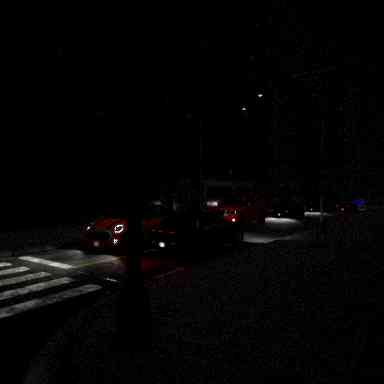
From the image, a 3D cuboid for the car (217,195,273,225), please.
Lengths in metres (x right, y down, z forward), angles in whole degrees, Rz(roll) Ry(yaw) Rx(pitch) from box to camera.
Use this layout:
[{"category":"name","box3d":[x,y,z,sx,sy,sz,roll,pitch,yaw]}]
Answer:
[{"category":"car","box3d":[3.139,1.213,22.156,2.150,2.045,5.566,0,0,35]}]

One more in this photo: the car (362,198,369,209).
[{"category":"car","box3d":[23.574,1.536,46.750,1.812,1.442,4.674,0,0,35]}]

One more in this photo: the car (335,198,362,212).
[{"category":"car","box3d":[17.831,1.605,38.348,1.895,1.301,4.718,0,0,35]}]

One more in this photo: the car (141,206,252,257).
[{"category":"car","box3d":[0.373,1.510,13.129,1.837,1.490,4.892,0,0,35]}]

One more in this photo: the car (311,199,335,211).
[{"category":"car","box3d":[14.732,1.537,38.882,2.033,1.411,5.357,0,0,35]}]

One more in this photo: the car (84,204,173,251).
[{"category":"car","box3d":[-2.306,1.345,14.213,2.097,1.767,4.553,0,0,34]}]

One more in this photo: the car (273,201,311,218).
[{"category":"car","box3d":[8.964,1.538,30.591,2.033,1.411,5.357,0,0,35]}]
